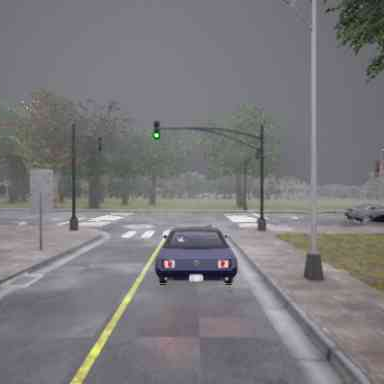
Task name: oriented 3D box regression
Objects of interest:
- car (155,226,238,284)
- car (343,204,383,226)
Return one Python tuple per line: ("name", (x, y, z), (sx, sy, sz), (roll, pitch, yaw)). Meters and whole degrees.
("car", (0.099, 1.651, 9.674), (1.895, 1.301, 4.718), (0, 0, 0))
("car", (13.403, 1.582, 23.619), (4.902, 1.511, 2.128), (0, 0, 1))
